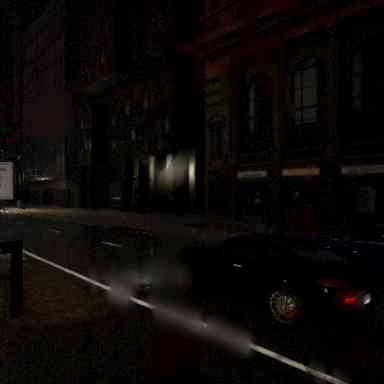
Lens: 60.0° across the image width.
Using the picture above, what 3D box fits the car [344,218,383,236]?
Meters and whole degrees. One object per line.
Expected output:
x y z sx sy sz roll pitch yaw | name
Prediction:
4.826 1.455 8.523 2.097 1.767 4.553 0 0 -42 | car

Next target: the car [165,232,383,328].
1.342 1.608 7.197 1.812 1.442 4.674 1 -1 -42 | car
